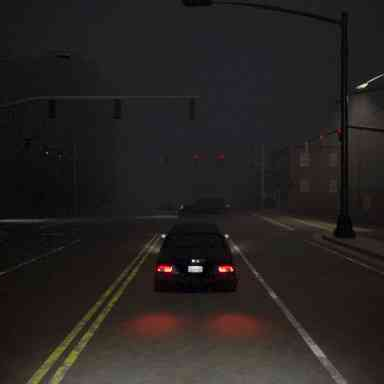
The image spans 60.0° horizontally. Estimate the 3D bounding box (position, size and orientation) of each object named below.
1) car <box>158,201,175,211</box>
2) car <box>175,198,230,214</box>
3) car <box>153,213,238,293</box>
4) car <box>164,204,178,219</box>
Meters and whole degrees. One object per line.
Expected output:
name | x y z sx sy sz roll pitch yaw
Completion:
car | -3.538 2.008 45.961 1.812 1.442 4.674 0 -4 0
car | 1.075 1.289 29.600 4.553 1.767 2.097 0 0 1
car | 0.083 1.547 8.988 2.033 1.411 5.357 0 0 0
car | -3.522 3.329 55.966 2.097 1.767 4.553 0 -12 0
